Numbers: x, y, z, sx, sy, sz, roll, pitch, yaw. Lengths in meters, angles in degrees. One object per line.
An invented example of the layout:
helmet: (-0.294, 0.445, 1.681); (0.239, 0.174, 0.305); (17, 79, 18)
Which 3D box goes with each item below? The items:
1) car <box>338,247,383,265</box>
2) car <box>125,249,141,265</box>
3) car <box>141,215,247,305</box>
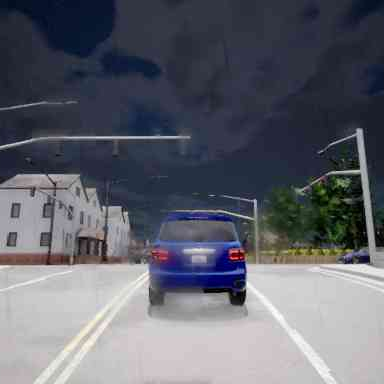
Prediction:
car: (15.452, 5.654, 29.564); (4.553, 1.767, 2.097); (0, -12, 1)
car: (-3.601, 5.826, 29.803); (4.892, 1.490, 1.837); (10, -14, -39)
car: (0.087, 1.759, 9.275); (2.150, 2.045, 5.566); (0, -7, -1)
